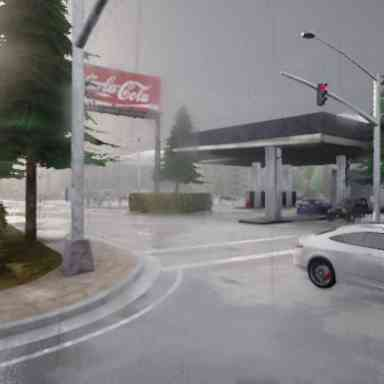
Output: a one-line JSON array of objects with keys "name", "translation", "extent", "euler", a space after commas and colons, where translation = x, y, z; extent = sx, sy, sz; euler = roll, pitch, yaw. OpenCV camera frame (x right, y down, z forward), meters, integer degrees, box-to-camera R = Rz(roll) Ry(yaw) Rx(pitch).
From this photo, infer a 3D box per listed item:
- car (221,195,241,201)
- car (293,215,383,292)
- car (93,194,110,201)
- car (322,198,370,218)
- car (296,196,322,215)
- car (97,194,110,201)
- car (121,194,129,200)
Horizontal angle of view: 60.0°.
[{"name": "car", "translation": [9.616, 1.475, 82.133], "extent": [1.845, 1.501, 3.633], "euler": [0, 0, -36]}, {"name": "car", "translation": [4.345, 1.435, 6.912], "extent": [1.812, 1.442, 4.674], "euler": [0, 0, -36]}, {"name": "car", "translation": [-20.473, 1.371, 73.509], "extent": [2.007, 1.523, 4.514], "euler": [0, 0, -36]}, {"name": "car", "translation": [12.444, 1.384, 26.297], "extent": [3.866, 1.878, 1.905], "euler": [0, 0, -36]}, {"name": "car", "translation": [12.612, 1.563, 33.427], "extent": [4.611, 1.667, 2.242], "euler": [0, 0, -36]}, {"name": "car", "translation": [-21.668, 1.316, 81.362], "extent": [1.970, 1.475, 3.806], "euler": [0, 0, -36]}, {"name": "car", "translation": [-16.674, 1.255, 85.406], "extent": [2.152, 1.636, 5.027], "euler": [0, 0, -36]}]
